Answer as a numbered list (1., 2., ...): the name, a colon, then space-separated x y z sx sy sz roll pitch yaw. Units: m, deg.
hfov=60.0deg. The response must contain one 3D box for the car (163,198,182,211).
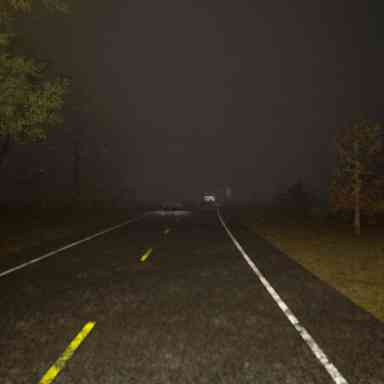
1. car: -2.300 1.508 40.022 1.812 1.442 4.674 0 0 3

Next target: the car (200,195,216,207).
1. car: 2.213 1.569 50.154 1.895 1.301 4.718 0 0 5

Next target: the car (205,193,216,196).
1. car: 3.501 1.171 65.083 2.150 2.045 5.566 0 0 6
